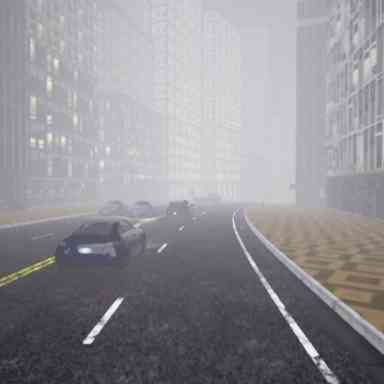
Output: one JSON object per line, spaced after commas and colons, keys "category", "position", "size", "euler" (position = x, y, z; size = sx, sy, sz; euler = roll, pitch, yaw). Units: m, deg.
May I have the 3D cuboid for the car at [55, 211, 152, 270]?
{"category": "car", "position": [-2.782, 1.549, 10.978], "size": [1.994, 1.385, 4.181], "euler": [0, 0, 3]}

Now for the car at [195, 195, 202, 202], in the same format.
{"category": "car", "position": [1.821, 1.509, 72.633], "size": [2.128, 1.511, 4.902], "euler": [0, 0, 17]}

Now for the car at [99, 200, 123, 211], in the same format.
{"category": "car", "position": [-7.437, 1.482, 32.405], "size": [1.812, 1.442, 4.674], "euler": [0, 0, 8]}

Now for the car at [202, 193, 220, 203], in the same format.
{"category": "car", "position": [4.338, 1.220, 69.841], "size": [2.150, 2.045, 5.566], "euler": [0, 0, 17]}

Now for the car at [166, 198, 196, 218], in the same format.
{"category": "car", "position": [-1.070, 1.487, 29.596], "size": [1.837, 1.490, 4.892], "euler": [0, 0, 7]}

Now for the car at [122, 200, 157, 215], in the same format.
{"category": "car", "position": [-4.453, 1.495, 30.281], "size": [1.812, 1.442, 4.674], "euler": [0, 0, 8]}
